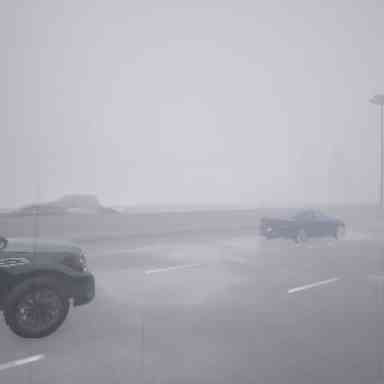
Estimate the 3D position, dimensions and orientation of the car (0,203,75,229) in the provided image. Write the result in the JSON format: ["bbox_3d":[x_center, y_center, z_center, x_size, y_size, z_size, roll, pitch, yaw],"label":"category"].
[{"bbox_3d":[-10.613,1.525,22.210,4.892,1.490,1.837,1,0,-35],"label":"car"}]

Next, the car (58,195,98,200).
[{"bbox_3d":[-11.191,1.261,30.393,5.566,2.045,2.150,0,0,-35],"label":"car"}]

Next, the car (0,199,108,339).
[{"bbox_3d":[-4.367,1.218,4.930,5.566,2.045,2.150,0,0,-36],"label":"car"}]

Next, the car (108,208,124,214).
[{"bbox_3d":[-6.241,1.633,21.027,4.718,1.301,1.895,0,0,-35],"label":"car"}]

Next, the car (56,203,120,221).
[{"bbox_3d":[-8.653,1.643,27.900,4.718,1.301,1.895,0,0,-35],"label":"car"}]

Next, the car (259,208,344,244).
[{"bbox_3d":[5.464,1.540,16.245,5.008,1.535,1.882,0,0,-36],"label":"car"}]
